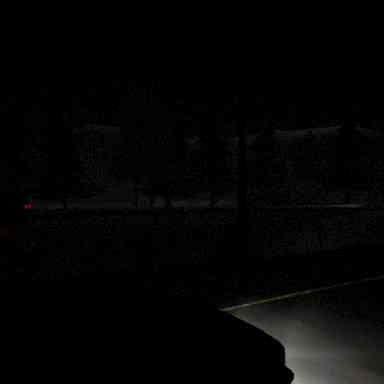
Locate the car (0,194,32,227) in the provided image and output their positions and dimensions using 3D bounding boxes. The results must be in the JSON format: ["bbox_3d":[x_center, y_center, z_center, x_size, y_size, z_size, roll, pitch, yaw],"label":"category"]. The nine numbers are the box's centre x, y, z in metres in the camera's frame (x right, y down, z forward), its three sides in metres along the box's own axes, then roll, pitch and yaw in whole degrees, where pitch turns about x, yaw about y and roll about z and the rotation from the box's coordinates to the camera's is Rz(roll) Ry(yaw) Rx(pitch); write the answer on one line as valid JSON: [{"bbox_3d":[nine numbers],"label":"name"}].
[{"bbox_3d":[-12.866,1.118,20.311,5.566,2.045,2.150,0,0,-34],"label":"car"}]

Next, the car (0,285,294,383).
[{"bbox_3d":[-1.610,1.533,2.518,5.357,1.411,2.033,0,0,-35],"label":"car"}]
